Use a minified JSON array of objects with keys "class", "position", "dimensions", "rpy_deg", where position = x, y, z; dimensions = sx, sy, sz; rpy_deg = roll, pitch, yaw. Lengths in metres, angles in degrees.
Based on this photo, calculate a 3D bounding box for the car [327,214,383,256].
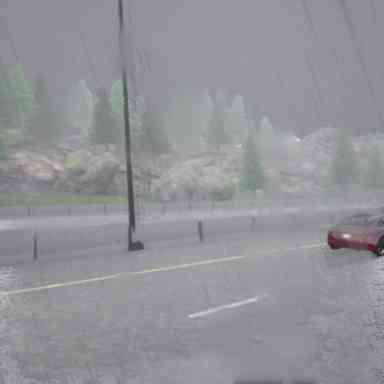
[{"class":"car","position":[7.252,1.568,13.218],"dimensions":[4.181,1.385,1.994],"rpy_deg":[0,0,-35]}]
